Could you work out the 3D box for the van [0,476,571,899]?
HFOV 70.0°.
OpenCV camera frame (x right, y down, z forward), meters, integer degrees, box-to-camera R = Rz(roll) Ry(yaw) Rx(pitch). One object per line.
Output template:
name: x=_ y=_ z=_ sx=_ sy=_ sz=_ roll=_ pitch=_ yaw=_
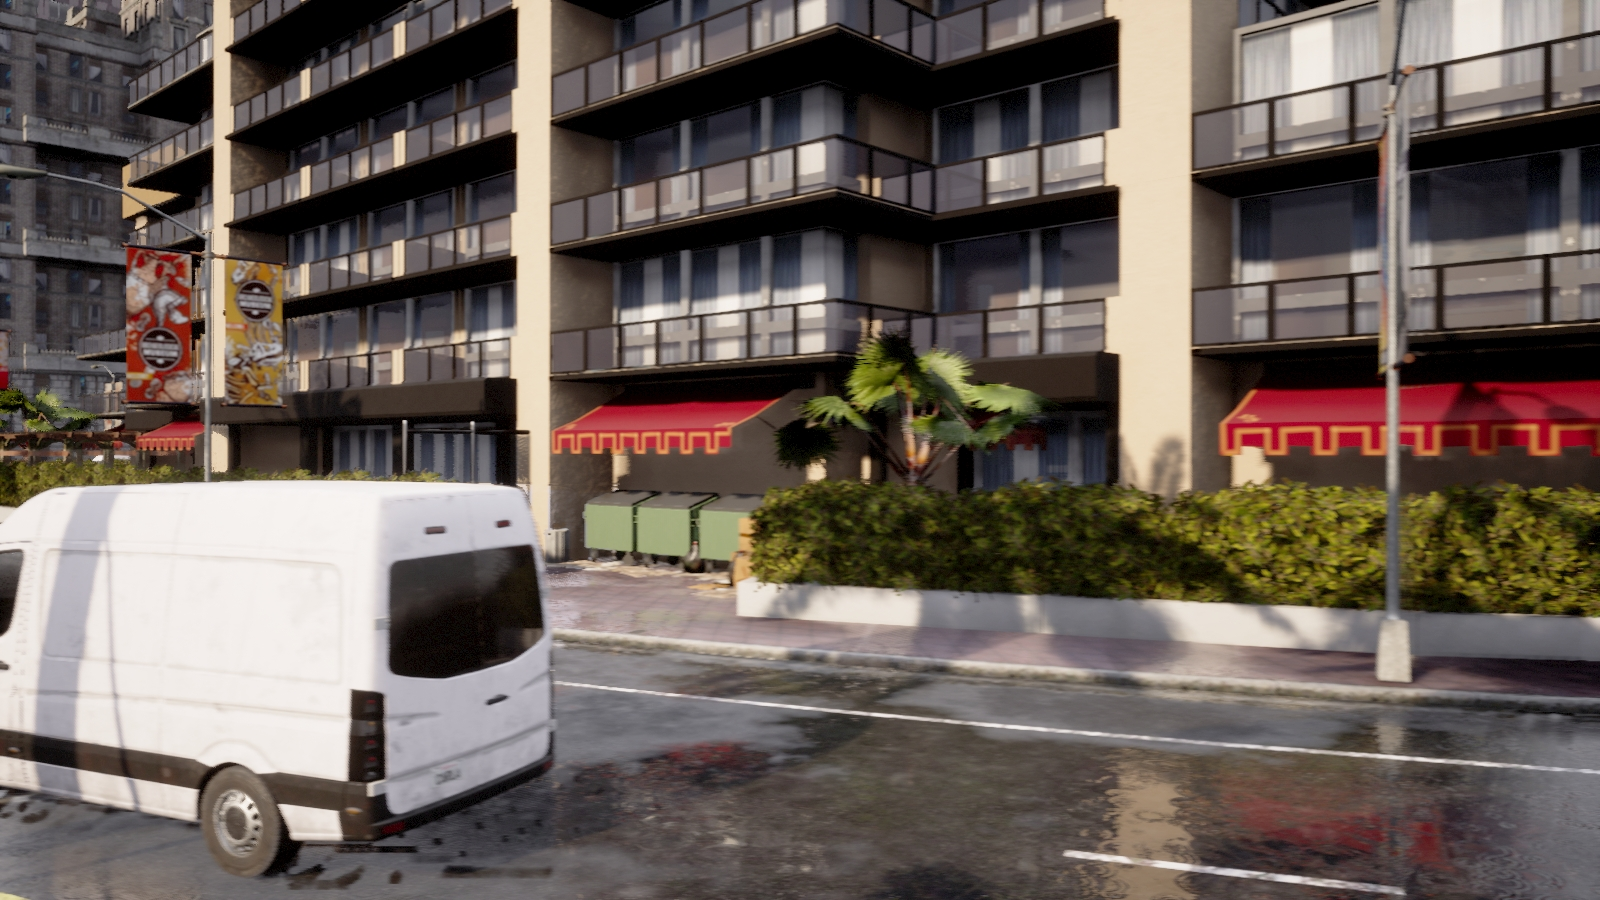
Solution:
van: x=-4.852 y=1.535 z=9.081 sx=5.915 sy=2.561 sz=1.988 roll=0 pitch=0 yaw=25
